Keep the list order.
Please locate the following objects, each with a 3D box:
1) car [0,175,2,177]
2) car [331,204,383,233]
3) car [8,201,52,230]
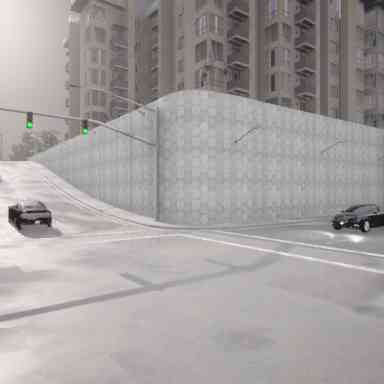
[{"bbox_3d":[-24.616,-2.711,40.623,1.812,1.442,4.674,0,12,-36],"label":"car"},{"bbox_3d":[10.340,1.505,19.978,4.892,1.490,1.837,0,0,-36],"label":"car"},{"bbox_3d":[-9.820,1.275,20.047,2.128,1.511,4.902,0,3,-36],"label":"car"}]
